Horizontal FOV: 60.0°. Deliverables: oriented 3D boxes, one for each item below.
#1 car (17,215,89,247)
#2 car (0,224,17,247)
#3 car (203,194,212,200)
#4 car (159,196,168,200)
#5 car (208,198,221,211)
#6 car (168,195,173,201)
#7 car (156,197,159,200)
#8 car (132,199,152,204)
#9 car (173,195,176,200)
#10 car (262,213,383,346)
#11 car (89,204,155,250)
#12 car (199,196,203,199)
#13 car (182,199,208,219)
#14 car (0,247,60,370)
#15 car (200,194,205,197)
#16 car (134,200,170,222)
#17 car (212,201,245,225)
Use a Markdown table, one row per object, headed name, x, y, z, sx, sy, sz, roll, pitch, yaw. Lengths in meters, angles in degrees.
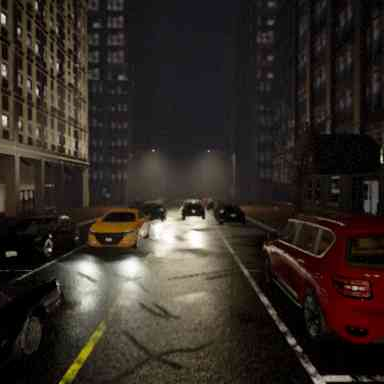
| name | x | y | z | sx | sy | sz | roll | pitch | yaw |
| --- | --- | --- | --- | --- | --- | --- | --- | --- | --- |
| car | -5.654 | 1.568 | 12.581 | 1.947 | 1.339 | 4.313 | -1 | 0 | 0 |
| car | -5.831 | 1.568 | 6.907 | 1.947 | 1.339 | 4.313 | -1 | 0 | 0 |
| car | 2.728 | 1.442 | 40.879 | 1.967 | 1.590 | 4.097 | -1 | 0 | 0 |
| car | -5.614 | 1.515 | 57.802 | 1.752 | 1.417 | 4.829 | -1 | 0 | 0 |
| car | 2.716 | 1.554 | 29.530 | 2.008 | 1.369 | 4.403 | -1 | 0 | 0 |
| car | -5.616 | 1.531 | 69.319 | 2.008 | 1.369 | 4.403 | -1 | 0 | 0 |
| car | -5.617 | 1.567 | 40.949 | 1.947 | 1.339 | 4.313 | -1 | 0 | 0 |
| car | -5.624 | 1.584 | 35.276 | 1.802 | 1.307 | 4.206 | -1 | 0 | 0 |
| car | -5.600 | 1.520 | 80.668 | 2.008 | 1.369 | 4.403 | -1 | 0 | 0 |
| car | 2.721 | 1.317 | 6.346 | 2.192 | 1.841 | 5.009 | -1 | 0 | 0 |
| car | -3.010 | 1.480 | 14.614 | 1.882 | 1.535 | 5.008 | 0 | 0 | 1 |
| car | 0.153 | 1.600 | 45.281 | 1.895 | 1.301 | 4.718 | 0 | 0 | 0 |
| car | 0.137 | 1.566 | 29.239 | 1.994 | 1.385 | 4.181 | 0 | 0 | 0 |
| car | -3.070 | 1.602 | 3.142 | 1.895 | 1.301 | 4.718 | 0 | 0 | 0 |
| car | 2.749 | 1.430 | 57.902 | 1.967 | 1.590 | 4.097 | -1 | 0 | 0 |
| car | -3.031 | 1.566 | 25.904 | 1.994 | 1.385 | 4.181 | 0 | 0 | 1 |
| car | 2.708 | 1.569 | 23.856 | 1.947 | 1.339 | 4.313 | -1 | 0 | 0 |
